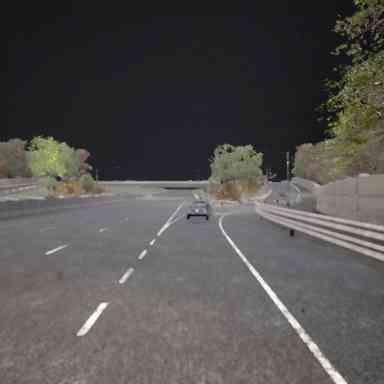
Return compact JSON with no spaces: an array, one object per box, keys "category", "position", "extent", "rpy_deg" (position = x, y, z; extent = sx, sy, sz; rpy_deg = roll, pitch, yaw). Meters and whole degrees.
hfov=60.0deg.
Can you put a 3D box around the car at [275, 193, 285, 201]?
[{"category":"car","position":[22.959,1.763,87.487],"extent":[1.994,1.385,4.181],"rpy_deg":[0,3,20]}]

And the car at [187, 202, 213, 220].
[{"category":"car","position":[0.734,1.520,28.290],"extent":[2.033,1.411,5.357],"rpy_deg":[0,0,8]}]

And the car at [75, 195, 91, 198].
[{"category":"car","position":[-24.525,1.455,76.362],"extent":[1.812,1.442,4.674],"rpy_deg":[0,0,0]}]

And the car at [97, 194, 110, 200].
[{"category":"car","position":[-24.530,1.456,92.191],"extent":[2.128,1.511,4.902],"rpy_deg":[0,0,0]}]

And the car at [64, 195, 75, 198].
[{"category":"car","position":[-28.025,1.456,76.361],"extent":[2.128,1.511,4.902],"rpy_deg":[0,0,0]}]

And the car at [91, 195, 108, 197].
[{"category":"car","position":[-21.025,1.526,76.334],"extent":[1.895,1.301,4.718],"rpy_deg":[0,0,0]}]
